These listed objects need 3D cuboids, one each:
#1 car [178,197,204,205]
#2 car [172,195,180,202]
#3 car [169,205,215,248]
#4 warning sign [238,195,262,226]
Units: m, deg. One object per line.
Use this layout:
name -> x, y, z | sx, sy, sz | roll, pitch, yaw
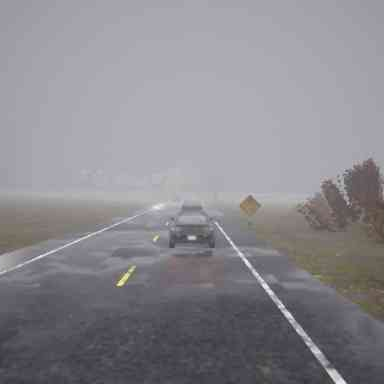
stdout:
car -> 0.000, 1.490, 29.649 | 1.882, 1.535, 5.008 | 0, 0, 0
car -> -3.500, 1.513, 76.749 | 1.837, 1.490, 4.892 | 0, 0, 0
car -> 0.000, 1.535, 14.650 | 1.812, 1.442, 4.674 | 0, 0, 0
warning sign -> 3.546, 1.118, 20.346 | 1.300, 1.860, 1.060 | 0, 0, 0
